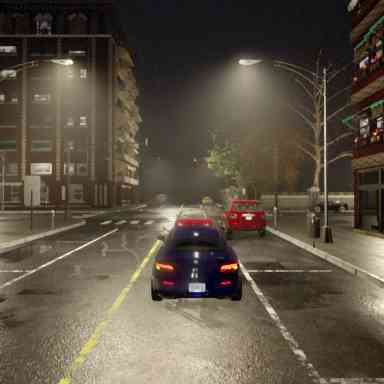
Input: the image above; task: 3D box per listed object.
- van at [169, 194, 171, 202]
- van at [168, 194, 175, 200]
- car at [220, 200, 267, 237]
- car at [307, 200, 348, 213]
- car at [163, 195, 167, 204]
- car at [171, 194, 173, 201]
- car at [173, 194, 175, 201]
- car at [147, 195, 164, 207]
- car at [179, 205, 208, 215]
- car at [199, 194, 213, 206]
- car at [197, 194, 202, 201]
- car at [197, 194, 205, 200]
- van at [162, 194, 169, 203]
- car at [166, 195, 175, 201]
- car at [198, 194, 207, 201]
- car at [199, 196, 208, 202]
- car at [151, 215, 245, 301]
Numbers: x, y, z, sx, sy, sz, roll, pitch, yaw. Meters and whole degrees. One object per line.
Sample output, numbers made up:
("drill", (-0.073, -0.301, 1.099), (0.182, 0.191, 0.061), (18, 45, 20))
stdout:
("van", (-5.763, 1.388, 67.229), (1.690, 1.788, 3.998), (1, 0, 0))
("van", (-5.801, 1.421, 94.922), (1.690, 1.788, 3.998), (1, 0, 0))
("car", (2.683, 1.323, 18.126), (2.192, 1.841, 5.009), (1, 0, 0))
("car", (15.163, 1.609, 37.176), (4.313, 1.339, 1.947), (0, -1, 0))
("car", (-5.753, 1.619, 56.151), (1.802, 1.307, 4.206), (1, 0, 0))
("car", (-5.775, 1.635, 72.767), (1.802, 1.307, 4.206), (1, 0, 0))
("car", (-5.782, 1.610, 78.306), (2.008, 1.369, 4.403), (1, 0, 0))
("car", (-5.745, 1.614, 50.614), (1.802, 1.307, 4.206), (1, 0, 0))
("car", (0.076, 1.609, 17.936), (1.895, 1.301, 4.718), (0, 0, 0))
("car", (2.628, 1.562, 56.327), (1.752, 1.417, 4.829), (1, 0, 0))
("car", (2.605, 1.604, 72.770), (2.008, 1.369, 4.403), (1, 0, 0))
("car", (2.579, 1.395, 94.923), (2.192, 1.841, 5.009), (1, 0, 0))
("van", (-5.756, 1.383, 61.690), (1.690, 1.788, 3.998), (1, 0, 0))
("car", (-5.798, 1.624, 89.383), (2.008, 1.369, 4.403), (1, 0, 0))
("car", (2.594, 1.381, 83.848), (2.192, 1.841, 5.009), (1, 0, 0))
("car", (2.597, 1.626, 78.309), (1.947, 1.339, 4.313), (1, 0, 0))
("car", (0.090, 1.529, 8.193), (1.812, 1.442, 4.674), (0, 0, 0))
